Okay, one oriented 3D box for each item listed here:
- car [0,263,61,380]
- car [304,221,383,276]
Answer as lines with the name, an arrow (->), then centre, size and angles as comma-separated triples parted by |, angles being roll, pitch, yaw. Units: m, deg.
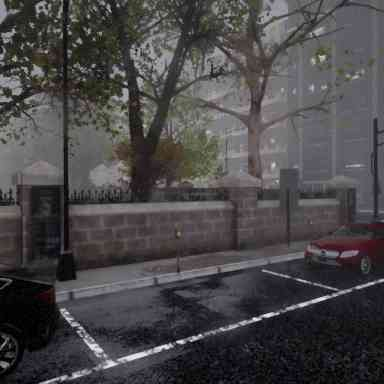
car -> -3.822, 1.566, 3.864 | 4.313, 1.339, 1.947 | 0, 0, -35
car -> 5.251, 1.581, 10.206 | 4.206, 1.307, 1.802 | 0, 0, -35
